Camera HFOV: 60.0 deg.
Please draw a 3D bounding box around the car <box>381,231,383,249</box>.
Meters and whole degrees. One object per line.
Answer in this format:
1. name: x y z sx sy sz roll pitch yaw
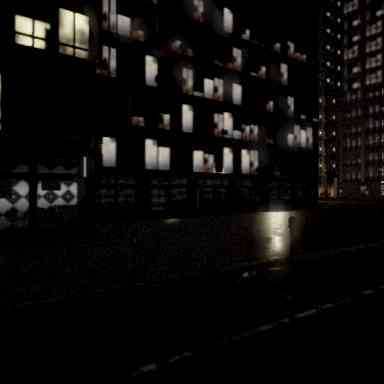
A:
1. car: 8.816 1.428 12.384 4.097 1.590 1.967 0 0 -35
